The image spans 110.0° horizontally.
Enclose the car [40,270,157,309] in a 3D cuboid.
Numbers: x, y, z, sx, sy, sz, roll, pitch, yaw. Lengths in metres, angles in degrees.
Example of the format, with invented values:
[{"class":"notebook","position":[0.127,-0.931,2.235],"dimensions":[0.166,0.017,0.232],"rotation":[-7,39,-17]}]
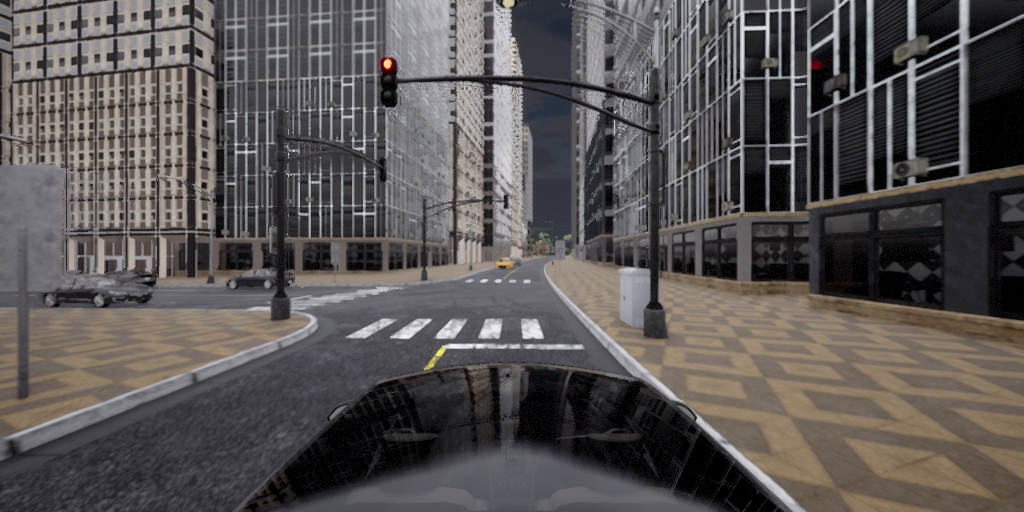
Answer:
[{"class":"car","position":[-18.114,1.488,15.723],"dimensions":[4.403,1.370,2.007],"rotation":[0,0,9]}]

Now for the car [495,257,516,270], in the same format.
[{"class":"car","position":[-0.940,1.010,45.859],"dimensions":[1.882,1.535,5.008],"rotation":[0,2,5]}]

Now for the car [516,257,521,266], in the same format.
[{"class":"car","position":[0.416,0.934,58.804],"dimensions":[2.128,1.511,4.902],"rotation":[0,1,7]}]

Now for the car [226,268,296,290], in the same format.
[{"class":"car","position":[-16.795,1.488,23.999],"dimensions":[4.403,1.370,2.007],"rotation":[0,0,9]}]
